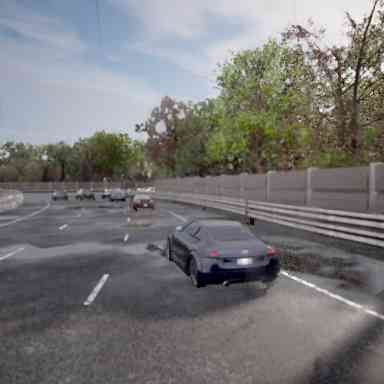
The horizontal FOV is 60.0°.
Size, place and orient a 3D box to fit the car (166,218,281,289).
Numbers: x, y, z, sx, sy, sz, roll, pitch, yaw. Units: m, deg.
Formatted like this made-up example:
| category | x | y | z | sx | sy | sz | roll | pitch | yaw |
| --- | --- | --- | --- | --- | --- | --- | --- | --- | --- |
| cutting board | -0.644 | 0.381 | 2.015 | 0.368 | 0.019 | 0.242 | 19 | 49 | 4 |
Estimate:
| category | x | y | z | sx | sy | sz | roll | pitch | yaw |
| --- | --- | --- | --- | --- | --- | --- | --- | --- | --- |
| car | 0.580 | 1.375 | 8.830 | 1.994 | 1.385 | 4.181 | 0 | 1 | -15 |

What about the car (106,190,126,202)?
| category | x | y | z | sx | sy | sz | roll | pitch | yaw |
| --- | --- | --- | --- | --- | --- | --- | --- | --- | --- |
| car | -10.286 | 0.632 | 45.765 | 1.994 | 1.385 | 4.181 | -1 | 1 | -19 |

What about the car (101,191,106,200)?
| category | x | y | z | sx | sy | sz | roll | pitch | yaw |
| --- | --- | --- | --- | --- | --- | --- | --- | --- | --- |
| car | -12.484 | 0.476 | 50.730 | 1.837 | 1.490 | 4.892 | -1 | 2 | -29 |

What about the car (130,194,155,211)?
| category | x | y | z | sx | sy | sz | roll | pitch | yaw |
| --- | --- | --- | --- | --- | --- | --- | --- | --- | --- |
| car | -4.596 | 0.902 | 30.401 | 1.812 | 1.442 | 4.674 | 0 | 1 | -16 |

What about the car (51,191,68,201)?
| category | x | y | z | sx | sy | sz | roll | pitch | yaw |
| --- | --- | --- | --- | --- | --- | --- | --- | --- | --- |
| car | -19.317 | 0.524 | 48.506 | 2.128 | 1.511 | 4.902 | -1 | 1 | -29 |

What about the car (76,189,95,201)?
| category | x | y | z | sx | sy | sz | roll | pitch | yaw |
| --- | --- | --- | --- | --- | --- | --- | --- | --- | --- |
| car | -16.035 | 0.349 | 49.794 | 2.097 | 1.767 | 4.553 | -1 | 1 | -29 |
